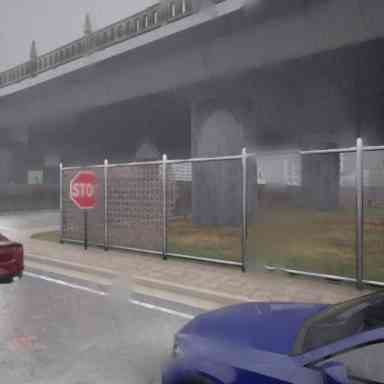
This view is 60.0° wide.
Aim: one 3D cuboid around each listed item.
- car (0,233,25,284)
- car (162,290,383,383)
[{"bbox_3d":[-6.189,1.478,8.329,5.008,1.535,1.882,0,0,35],"label":"car"},{"bbox_3d":[1.902,1.526,2.583,4.674,1.442,1.812,0,0,35],"label":"car"}]
